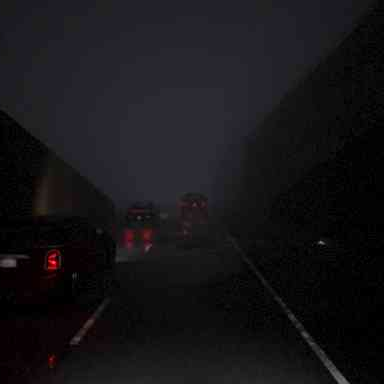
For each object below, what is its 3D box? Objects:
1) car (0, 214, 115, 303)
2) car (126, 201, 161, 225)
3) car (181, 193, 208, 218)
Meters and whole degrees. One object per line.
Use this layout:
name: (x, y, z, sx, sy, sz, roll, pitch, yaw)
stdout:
car: (-3.372, 1.320, 8.262, 2.097, 1.767, 4.553, 0, 0, 0)
car: (-3.309, 1.403, 23.267, 2.128, 1.511, 4.902, 0, 0, 0)
car: (0.217, 1.111, 29.429, 2.150, 2.045, 5.566, 0, 0, 0)
